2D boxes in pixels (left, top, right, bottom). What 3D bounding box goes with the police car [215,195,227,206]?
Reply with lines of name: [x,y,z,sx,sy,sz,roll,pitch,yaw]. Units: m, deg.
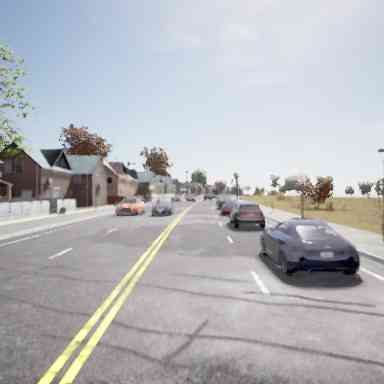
police car: [4.382,1.396,43.971,1.930,1.638,5.238,0,0,3]

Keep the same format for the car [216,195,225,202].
car: [6.607,1.439,76.617,1.882,1.535,5.008,0,0,5]

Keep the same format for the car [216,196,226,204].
car: [5.733,1.466,65.707,1.837,1.490,4.892,0,0,4]

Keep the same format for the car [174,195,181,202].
car: [-3.453,1.481,73.295,2.128,1.511,4.902,0,0,5]

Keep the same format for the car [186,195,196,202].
car: [-0.215,1.430,73.020,1.882,1.535,5.008,0,0,5]

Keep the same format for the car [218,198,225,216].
car: [3.896,1.542,32.928,1.994,1.385,4.181,0,0,2]

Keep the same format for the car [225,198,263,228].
car: [3.548,1.418,21.989,2.033,1.649,4.856,0,0,1]

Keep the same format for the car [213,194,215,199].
car: [4.988,1.457,54.789,2.128,1.511,4.902,0,0,4]

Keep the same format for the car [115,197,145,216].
car: [-5.958,1.333,32.237,2.097,1.767,4.553,0,0,2]

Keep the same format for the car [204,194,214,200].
car: [4.140,1.244,85.670,2.097,1.767,4.553,0,0,6]

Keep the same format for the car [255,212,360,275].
car: [3.442,1.558,10.437,1.994,1.385,4.181,0,0,1]

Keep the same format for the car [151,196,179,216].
car: [-2.723,1.472,31.882,2.128,1.511,4.902,0,0,2]
